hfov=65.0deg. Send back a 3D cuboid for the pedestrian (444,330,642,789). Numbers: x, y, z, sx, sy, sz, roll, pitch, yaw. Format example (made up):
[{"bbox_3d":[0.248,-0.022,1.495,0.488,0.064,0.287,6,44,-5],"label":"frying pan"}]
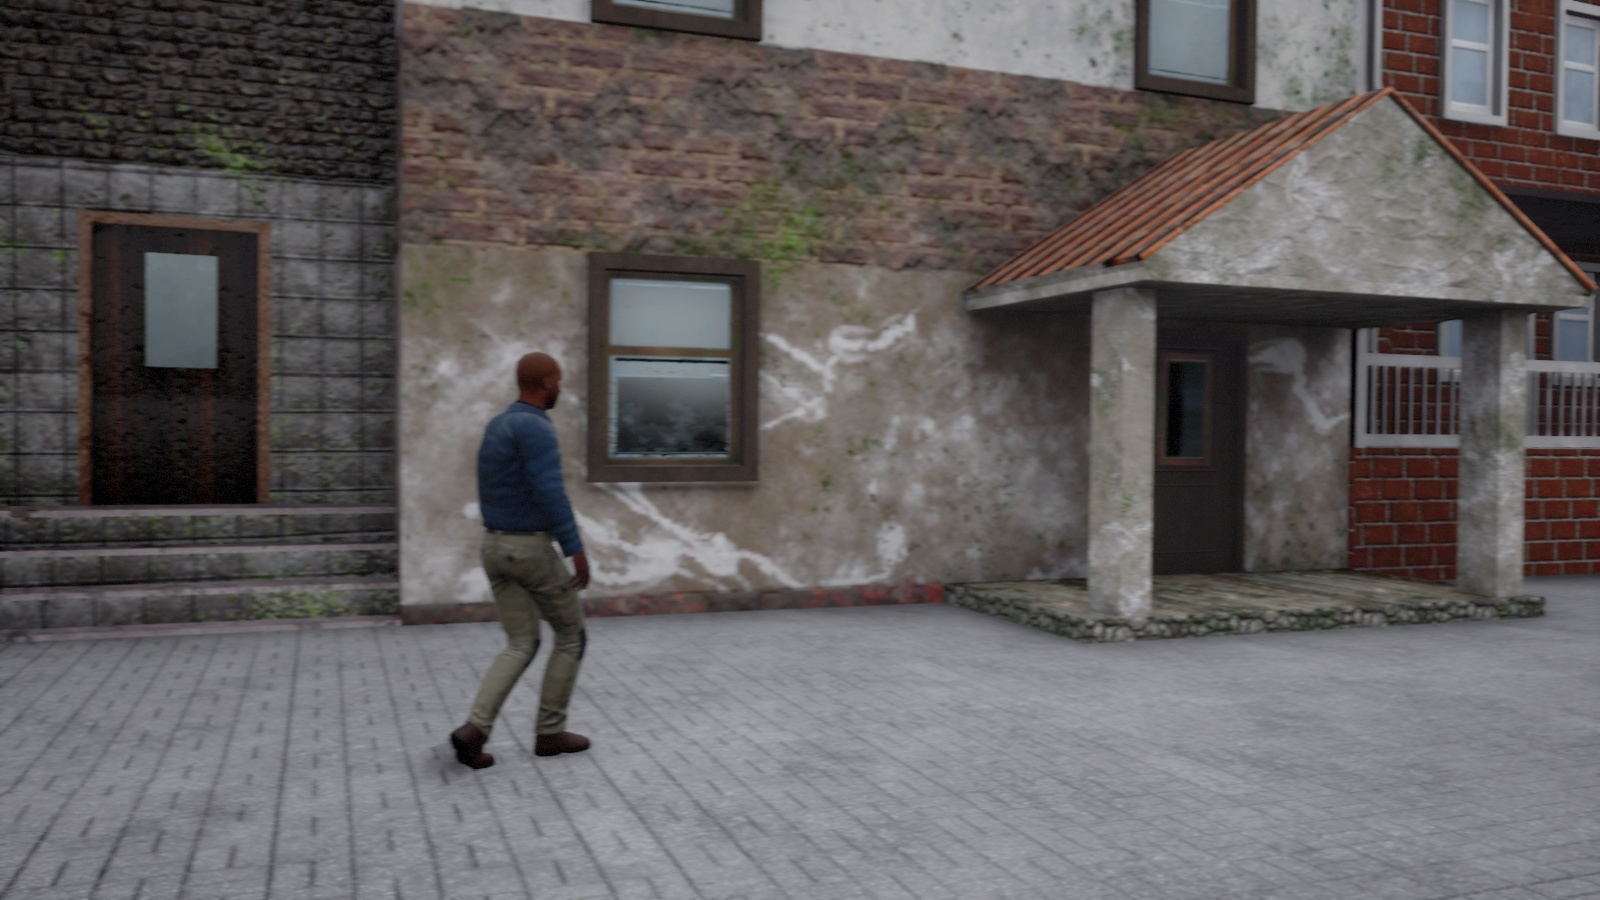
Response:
[{"bbox_3d":[-1.095,0.432,5.406,0.370,1.835,0.726,0,1,45],"label":"pedestrian"}]
